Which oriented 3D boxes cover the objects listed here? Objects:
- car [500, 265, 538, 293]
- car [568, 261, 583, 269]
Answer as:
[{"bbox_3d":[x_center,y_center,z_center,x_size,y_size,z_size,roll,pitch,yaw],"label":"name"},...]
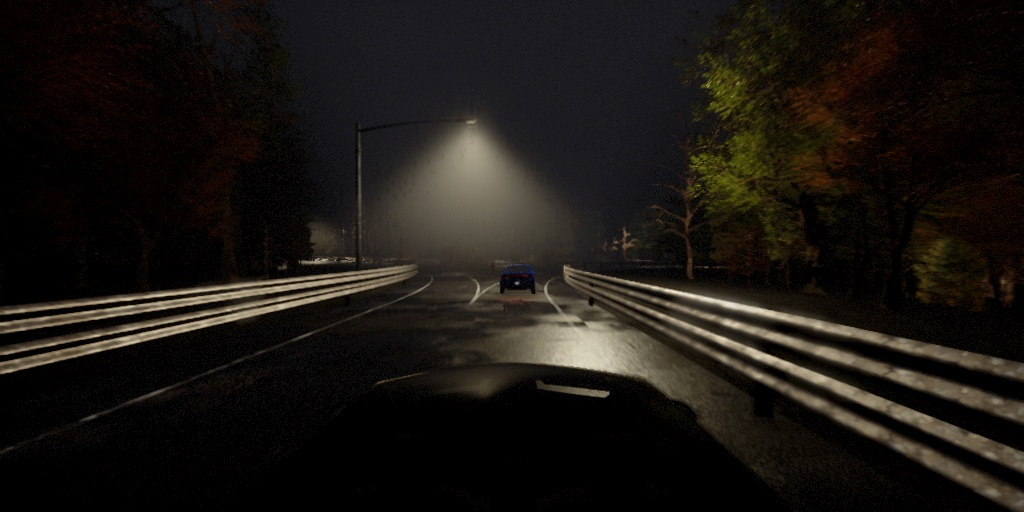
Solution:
[{"bbox_3d":[0.440,1.234,20.814,1.882,1.535,5.008,-1,0,4],"label":"car"},{"bbox_3d":[9.848,1.517,54.682,2.128,1.511,4.902,-1,-1,31],"label":"car"}]
